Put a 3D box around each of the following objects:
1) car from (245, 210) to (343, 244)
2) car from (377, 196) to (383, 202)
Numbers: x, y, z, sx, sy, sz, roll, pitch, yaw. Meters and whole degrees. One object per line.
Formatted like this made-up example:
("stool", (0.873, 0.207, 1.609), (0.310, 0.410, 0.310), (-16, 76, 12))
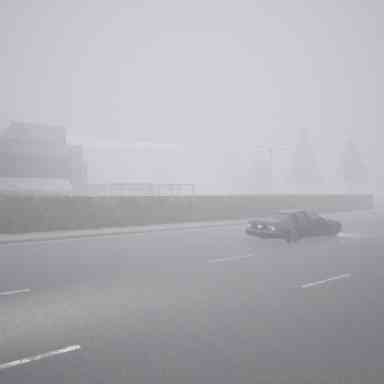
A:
("car", (4.962, 1.547, 15.873), (5.357, 1.411, 2.033), (0, 0, -35))
("car", (44.517, 1.595, 77.164), (1.895, 1.301, 4.718), (0, 0, 13))
